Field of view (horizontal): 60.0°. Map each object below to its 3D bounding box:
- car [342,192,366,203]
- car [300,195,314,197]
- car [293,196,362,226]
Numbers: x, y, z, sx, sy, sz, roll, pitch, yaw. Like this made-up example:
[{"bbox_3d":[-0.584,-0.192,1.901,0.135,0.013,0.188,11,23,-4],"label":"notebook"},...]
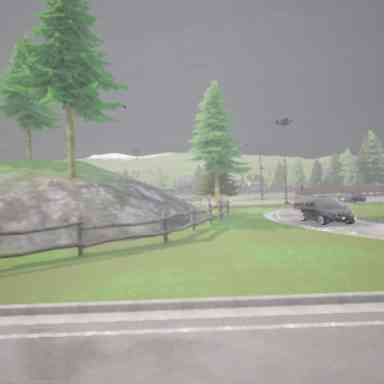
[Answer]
[{"bbox_3d":[21.867,0.773,45.489,4.902,1.511,2.128,-2,0,-35],"label":"car"},{"bbox_3d":[12.458,1.073,36.067,1.882,1.535,5.008,-2,-1,34],"label":"car"},{"bbox_3d":[8.379,1.231,21.100,1.837,1.490,4.892,-3,0,-2],"label":"car"}]
